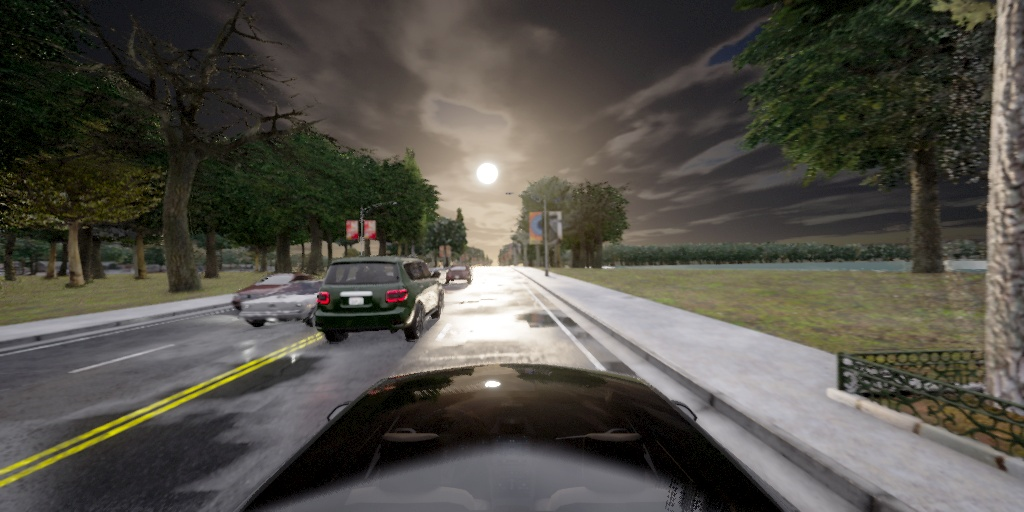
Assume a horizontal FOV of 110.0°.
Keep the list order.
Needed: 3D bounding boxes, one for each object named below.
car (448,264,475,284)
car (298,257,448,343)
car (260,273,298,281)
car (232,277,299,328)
[{"bbox_3d":[-4.134,1.393,28.667,1.812,1.442,4.674,-1,0,-2],"label":"car"},{"bbox_3d":[-3.398,1.048,10.260,2.150,2.045,5.566,-1,0,-2],"label":"car"},{"bbox_3d":[-10.337,1.502,16.275,1.812,1.442,4.674,-1,0,-2],"label":"car"},{"bbox_3d":[-6.928,1.503,12.408,1.895,1.301,4.718,-1,0,-2],"label":"car"}]
